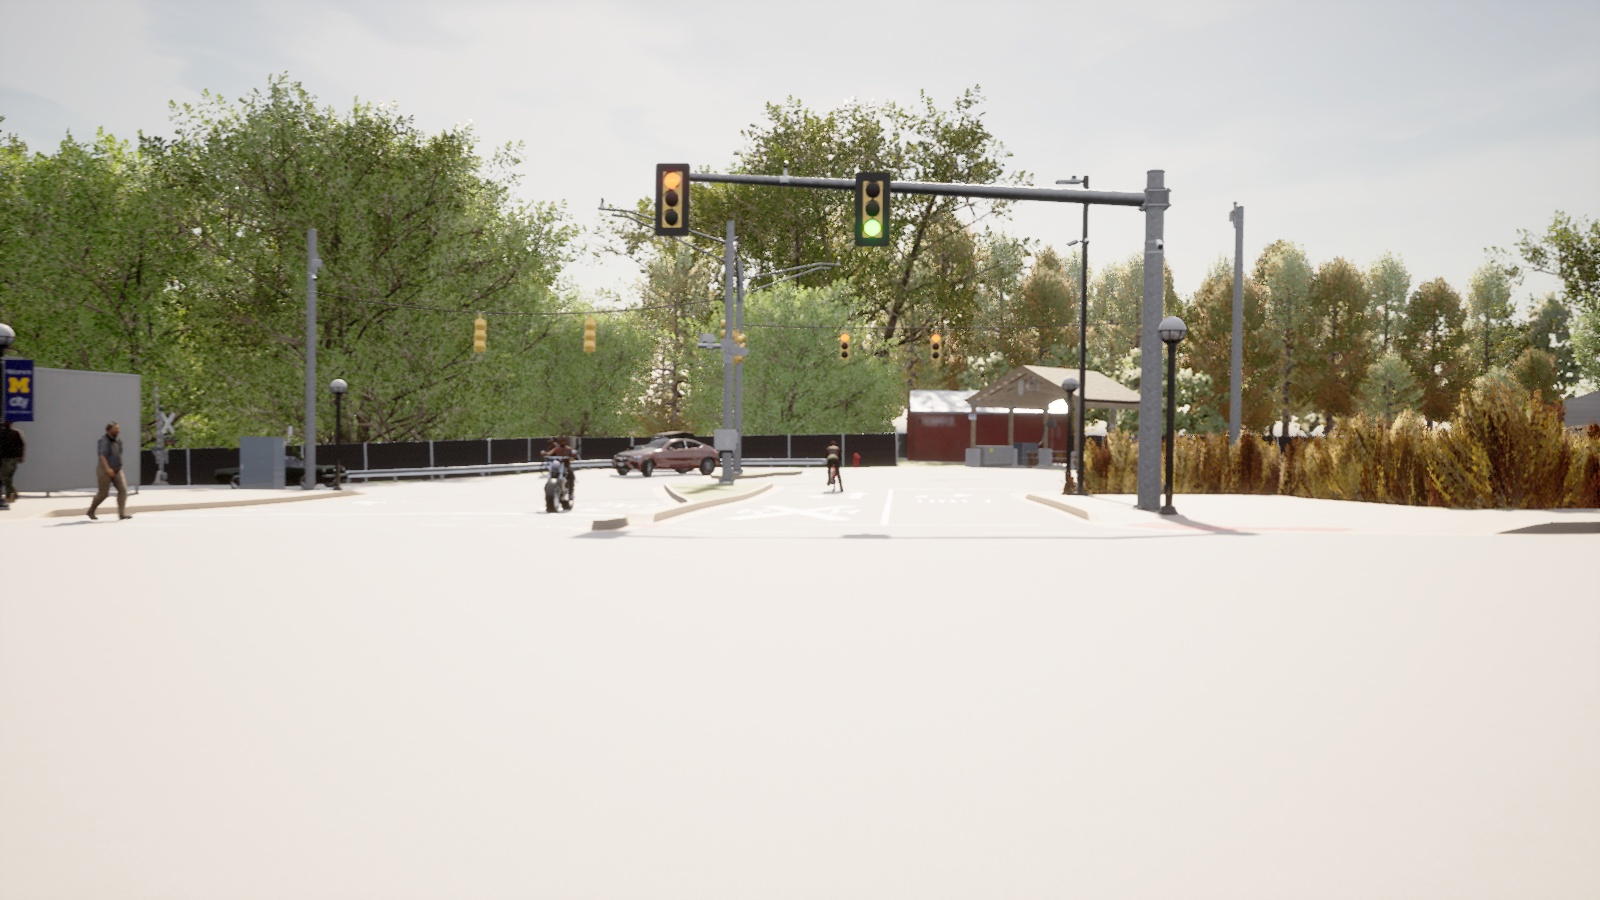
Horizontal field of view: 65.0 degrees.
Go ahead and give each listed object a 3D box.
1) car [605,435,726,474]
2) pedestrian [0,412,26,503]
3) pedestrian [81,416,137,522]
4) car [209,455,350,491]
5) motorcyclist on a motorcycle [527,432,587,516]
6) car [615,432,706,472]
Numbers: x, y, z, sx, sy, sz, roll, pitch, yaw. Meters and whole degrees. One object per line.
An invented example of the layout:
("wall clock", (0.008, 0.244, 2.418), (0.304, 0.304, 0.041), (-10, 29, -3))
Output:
("car", (-5.942, 0.172, 55.843), (5.027, 1.651, 2.152), (0, 1, -43))
("pedestrian", (-16.206, 0.141, 25.552), (0.431, 1.840, 0.703), (1, 1, 5))
("pedestrian", (-12.296, 0.328, 22.355), (0.694, 1.848, 0.540), (1, 1, 19))
("car", (-20.152, 0.884, 48.722), (4.718, 1.301, 1.895), (-1, 1, 9))
("motorcyclist on a motorcycle", (-4.978, 0.491, 25.855), (0.766, 1.649, 2.350), (1, -1, 0))
("car", (-6.709, 0.069, 60.436), (3.866, 1.878, 1.905), (-1, 2, -30))
